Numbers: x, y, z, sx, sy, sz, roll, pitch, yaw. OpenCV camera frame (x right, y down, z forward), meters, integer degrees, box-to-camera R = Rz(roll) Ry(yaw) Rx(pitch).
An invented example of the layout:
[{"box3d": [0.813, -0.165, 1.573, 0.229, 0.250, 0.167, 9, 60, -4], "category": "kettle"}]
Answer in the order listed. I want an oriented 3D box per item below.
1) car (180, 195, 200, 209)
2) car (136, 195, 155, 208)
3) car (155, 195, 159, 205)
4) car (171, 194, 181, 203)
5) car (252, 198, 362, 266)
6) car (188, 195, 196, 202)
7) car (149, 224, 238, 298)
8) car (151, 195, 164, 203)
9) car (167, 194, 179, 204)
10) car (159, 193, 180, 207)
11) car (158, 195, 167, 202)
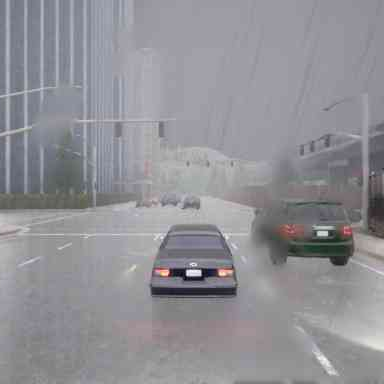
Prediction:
[{"box3d": [0.016, 1.352, 44.391, 2.097, 1.767, 4.553, 0, 0, 3], "category": "car"}, {"box3d": [-7.075, 1.504, 48.942, 1.837, 1.490, 4.892, 0, 0, 0], "category": "car"}, {"box3d": [-7.059, 1.352, 58.134, 2.097, 1.767, 4.553, 0, 0, 0], "category": "car"}, {"box3d": [-3.475, 1.355, 72.598, 2.097, 1.767, 4.553, 0, 0, 0], "category": "car"}, {"box3d": [3.575, 1.221, 11.716, 2.150, 2.045, 5.566, 0, 0, 1], "category": "car"}, {"box3d": [0.027, 1.500, 74.300, 1.837, 1.490, 4.892, 0, 0, 0], "category": "car"}, {"box3d": [0.058, 1.547, 8.683, 2.033, 1.411, 5.357, 0, 0, 1], "category": "car"}, {"box3d": [-6.990, 1.491, 68.071, 2.128, 1.511, 4.902, 0, 0, 0], "category": "car"}, {"box3d": [-3.538, 1.352, 62.564, 2.097, 1.767, 4.553, 0, 0, 0], "category": "car"}, {"box3d": [-3.570, 1.221, 52.869, 2.150, 2.045, 5.566, 0, 0, 0], "category": "car"}, {"box3d": [-6.974, 1.516, 78.309, 1.812, 1.442, 4.674, 0, 0, 0], "category": "car"}]
